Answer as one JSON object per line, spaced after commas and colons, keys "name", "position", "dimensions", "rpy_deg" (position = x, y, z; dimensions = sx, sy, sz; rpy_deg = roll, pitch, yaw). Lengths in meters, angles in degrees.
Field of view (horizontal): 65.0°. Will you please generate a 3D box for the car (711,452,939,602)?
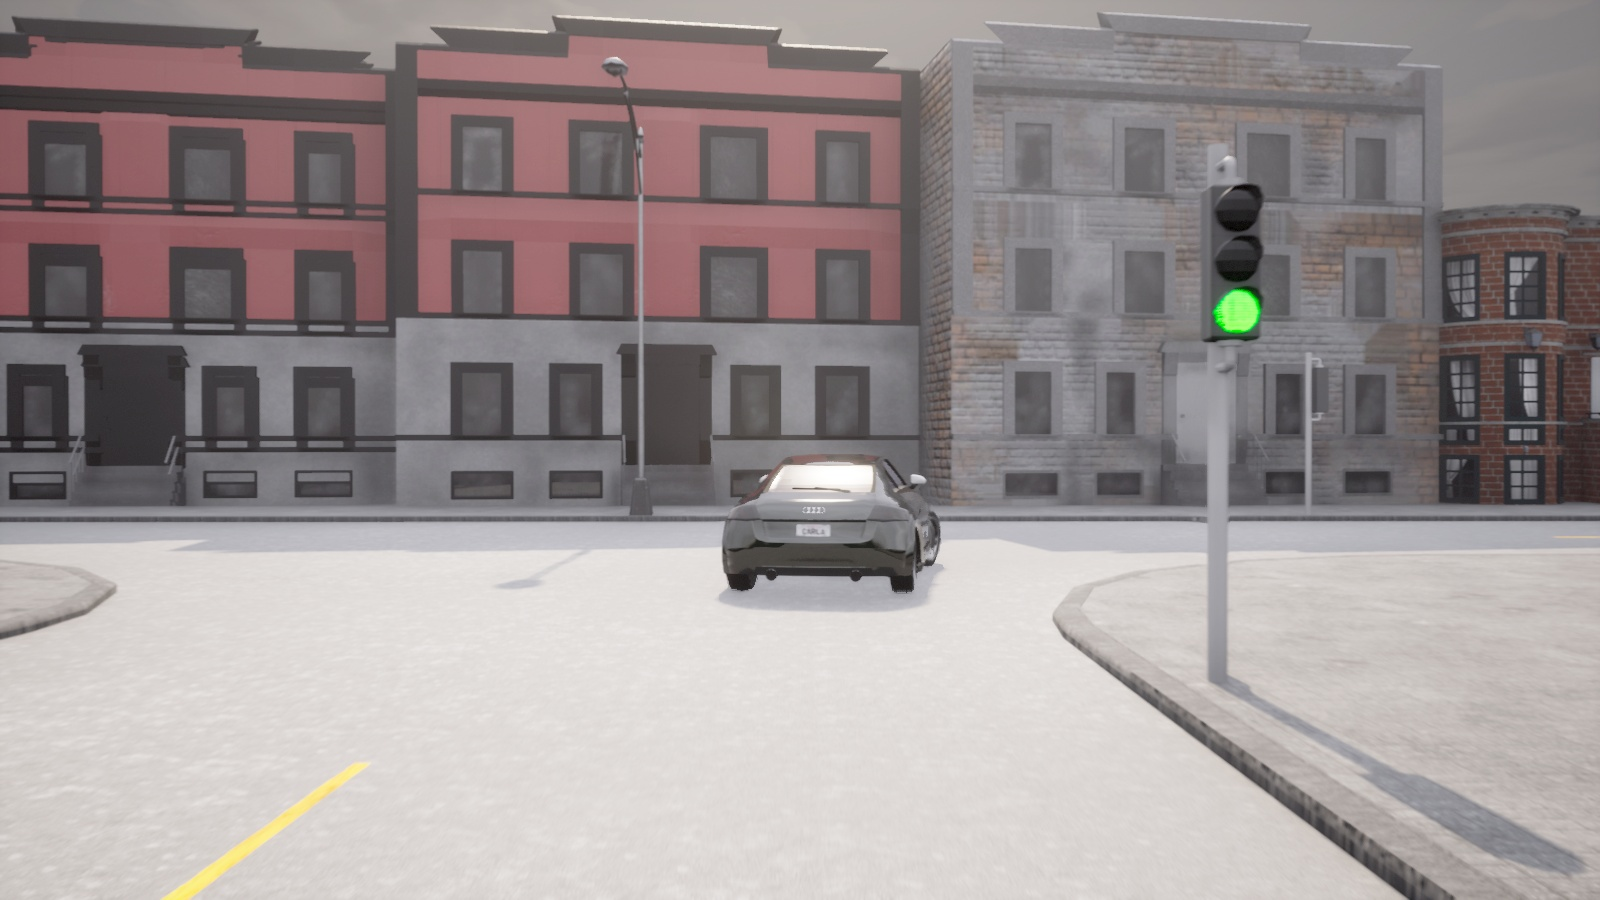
{"name": "car", "position": [0.454, 0.731, 14.042], "dimensions": [1.994, 1.385, 4.181], "rpy_deg": [0, 0, 9]}
